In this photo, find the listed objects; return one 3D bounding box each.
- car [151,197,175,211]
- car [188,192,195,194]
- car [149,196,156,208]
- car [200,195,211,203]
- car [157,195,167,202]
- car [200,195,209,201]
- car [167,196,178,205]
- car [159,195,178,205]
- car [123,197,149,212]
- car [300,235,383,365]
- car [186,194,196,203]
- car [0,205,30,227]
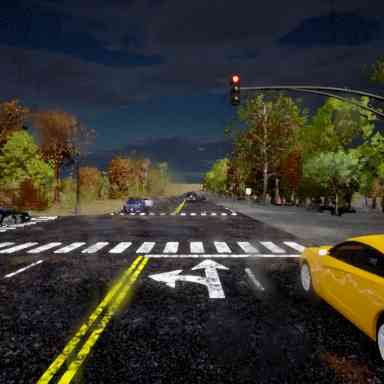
[{"bbox_3d":[-3.465,1.602,40.116,1.895,1.301,4.718,0,0,0],"label":"car"},{"bbox_3d":[-0.231,1.110,80.899,2.150,2.045,5.566,0,0,0],"label":"car"},{"bbox_3d":[-6.746,1.528,48.255,1.812,1.442,4.674,0,0,0],"label":"car"},{"bbox_3d":[3.068,1.503,71.556,2.128,1.511,4.902,0,0,0],"label":"car"},{"bbox_3d":[-6.712,1.438,74.315,1.882,1.535,5.008,0,0,0],"label":"car"},{"bbox_3d":[3.016,1.457,81.711,2.033,1.411,5.357,0,0,0],"label":"car"},{"bbox_3d":[-3.493,1.531,61.000,1.812,1.442,4.674,0,0,0],"label":"car"},{"bbox_3d":[-3.487,1.506,49.190,1.837,1.490,4.892,0,0,0],"label":"car"},{"bbox_3d":[-6.712,1.353,39.271,2.097,1.767,4.553,0,0,0],"label":"car"},{"bbox_3d":[3.346,1.444,5.477,1.882,1.535,5.008,0,1,0],"label":"car"},{"bbox_3d":[-0.173,1.606,70.796,1.895,1.301,4.718,0,0,0],"label":"car"},{"bbox_3d":[-13.143,1.560,22.200,4.181,1.385,1.994,0,0,-8],"label":"car"}]
